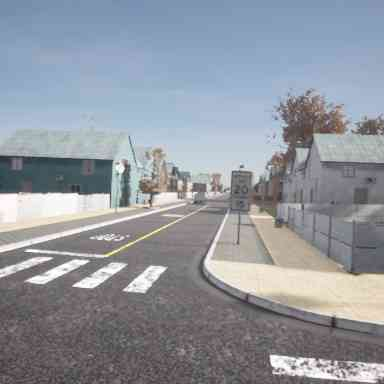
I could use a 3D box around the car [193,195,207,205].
[{"bbox_3d":[1.297,1.182,50.748,1.837,1.490,4.892,3,1,8],"label":"car"}]
